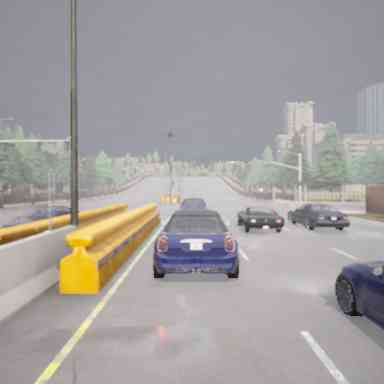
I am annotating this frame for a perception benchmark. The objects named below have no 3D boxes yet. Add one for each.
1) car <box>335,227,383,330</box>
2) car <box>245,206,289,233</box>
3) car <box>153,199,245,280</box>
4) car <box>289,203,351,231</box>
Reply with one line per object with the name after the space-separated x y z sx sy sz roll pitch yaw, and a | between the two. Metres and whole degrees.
3.600 1.480 4.322 1.812 1.442 4.674 0 0 0 | car
3.596 1.410 18.318 1.895 1.301 4.718 0 1 1 | car
0.099 1.250 9.816 2.097 1.767 4.553 0 1 0 | car
7.101 1.348 19.155 2.033 1.411 5.357 0 1 0 | car
